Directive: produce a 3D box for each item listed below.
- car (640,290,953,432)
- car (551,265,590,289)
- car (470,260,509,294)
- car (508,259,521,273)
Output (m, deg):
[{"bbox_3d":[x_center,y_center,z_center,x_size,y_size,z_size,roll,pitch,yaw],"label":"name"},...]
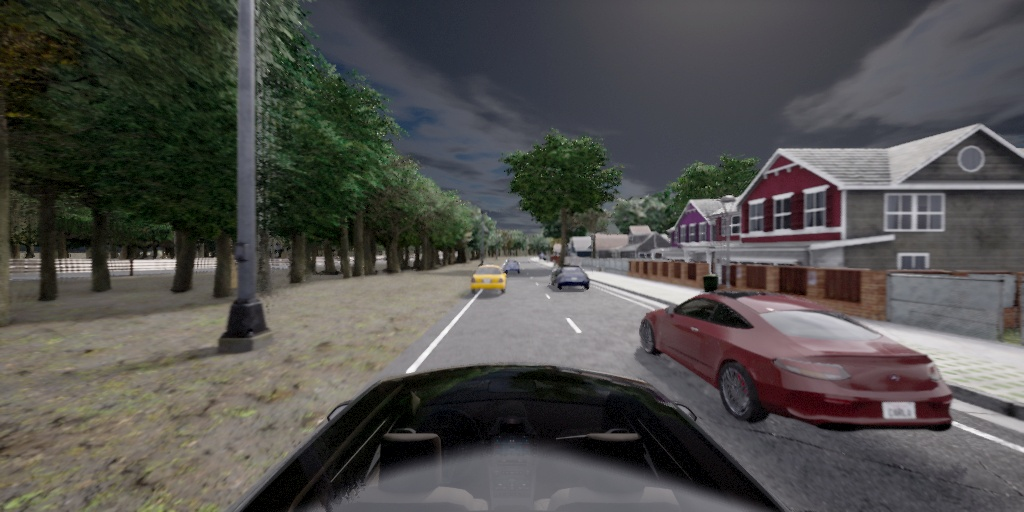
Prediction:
[{"bbox_3d":[3.602,1.266,5.640,1.812,1.442,4.674,0,0,0],"label":"car"},{"bbox_3d":[3.604,1.278,22.685,1.994,1.385,4.181,0,0,0],"label":"car"},{"bbox_3d":[-1.221,1.172,20.084,1.801,1.575,5.366,0,0,0],"label":"car"},{"bbox_3d":[0.048,1.260,42.594,2.033,1.411,5.357,0,0,1],"label":"car"}]
